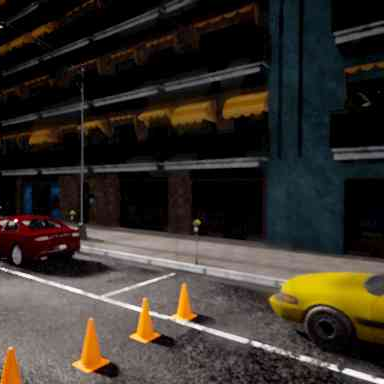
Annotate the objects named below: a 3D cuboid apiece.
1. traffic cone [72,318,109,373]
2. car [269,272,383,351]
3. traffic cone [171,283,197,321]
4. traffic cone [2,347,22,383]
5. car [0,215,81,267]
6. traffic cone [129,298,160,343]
[{"bbox_3d":[-1.302,1.921,4.284,0.340,0.580,0.340,1,0,36],"label":"traffic cone"},{"bbox_3d":[3.512,1.530,4.490,4.829,1.417,1.752,1,1,36],"label":"car"},{"bbox_3d":[-0.141,1.922,5.912,0.340,0.580,0.340,1,0,36],"label":"traffic cone"},{"bbox_3d":[-1.883,1.921,3.470,0.340,0.580,0.340,1,0,36],"label":"traffic cone"},{"bbox_3d":[-5.568,1.437,10.969,4.507,1.381,1.887,1,1,36],"label":"car"},{"bbox_3d":[-0.721,1.921,5.098,0.340,0.580,0.340,1,0,36],"label":"traffic cone"}]
